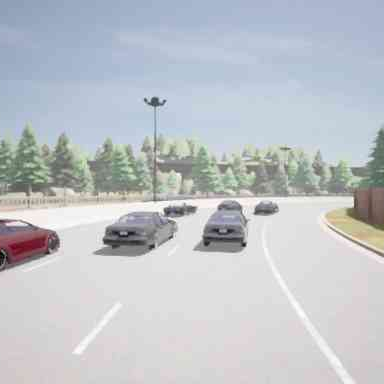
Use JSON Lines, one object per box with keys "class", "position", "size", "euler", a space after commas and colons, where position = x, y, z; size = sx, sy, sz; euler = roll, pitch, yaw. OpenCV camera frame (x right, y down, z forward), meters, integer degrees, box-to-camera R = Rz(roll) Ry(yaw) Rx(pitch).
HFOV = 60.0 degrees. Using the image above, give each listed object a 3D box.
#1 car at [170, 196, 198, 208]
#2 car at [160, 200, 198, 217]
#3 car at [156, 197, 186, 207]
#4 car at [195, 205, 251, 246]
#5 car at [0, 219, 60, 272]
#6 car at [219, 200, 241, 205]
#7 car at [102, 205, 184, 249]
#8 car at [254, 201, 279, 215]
{"class": "car", "position": [-1.105, 1.462, 48.651], "size": [1.882, 1.535, 5.008], "euler": [0, 0, 29]}
{"class": "car", "position": [-0.983, 1.590, 31.769], "size": [1.895, 1.301, 4.718], "euler": [0, 0, 20]}
{"class": "car", "position": [-3.278, 1.522, 51.994], "size": [2.033, 1.411, 5.357], "euler": [0, 0, 30]}
{"class": "car", "position": [1.670, 1.551, 15.321], "size": [2.033, 1.411, 5.357], "euler": [0, 0, 11]}
{"class": "car", "position": [-6.036, 1.537, 10.667], "size": [1.994, 1.385, 4.181], "euler": [0, 0, 7]}
{"class": "car", "position": [4.012, 1.534, 34.831], "size": [1.812, 1.442, 4.674], "euler": [0, 0, 23]}
{"class": "car", "position": [-2.025, 1.536, 14.476], "size": [2.033, 1.411, 5.357], "euler": [0, 0, 10]}
{"class": "car", "position": [7.938, 1.588, 35.049], "size": [1.994, 1.385, 4.181], "euler": [0, 0, 24]}
